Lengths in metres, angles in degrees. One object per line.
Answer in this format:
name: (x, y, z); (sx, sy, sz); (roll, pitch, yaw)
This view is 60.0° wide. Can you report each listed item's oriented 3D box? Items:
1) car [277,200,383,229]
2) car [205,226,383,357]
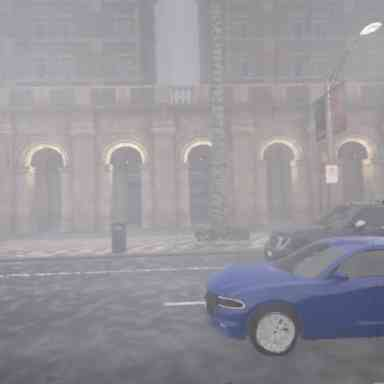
car: (4.893, 1.257, 9.252); (5.566, 2.045, 2.150); (-2, -1, -3)
car: (2.719, 1.511, 5.641); (5.008, 1.535, 1.882); (-2, -1, -3)
